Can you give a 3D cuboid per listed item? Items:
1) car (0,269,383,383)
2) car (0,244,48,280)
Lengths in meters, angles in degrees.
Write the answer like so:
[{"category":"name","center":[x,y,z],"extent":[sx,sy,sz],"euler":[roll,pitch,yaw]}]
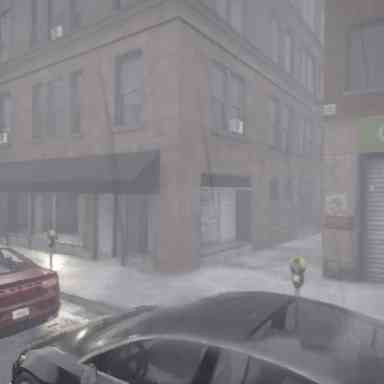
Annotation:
[{"category":"car","center":[0.261,1.571,2.765],"extent":[4.313,1.339,1.947],"euler":[0,1,36]},{"category":"car","center":[-4.219,1.574,5.964],"extent":[4.507,1.381,1.887],"euler":[0,1,36]}]
